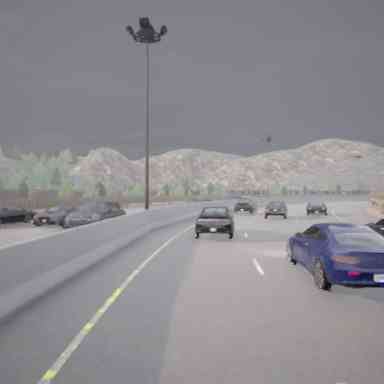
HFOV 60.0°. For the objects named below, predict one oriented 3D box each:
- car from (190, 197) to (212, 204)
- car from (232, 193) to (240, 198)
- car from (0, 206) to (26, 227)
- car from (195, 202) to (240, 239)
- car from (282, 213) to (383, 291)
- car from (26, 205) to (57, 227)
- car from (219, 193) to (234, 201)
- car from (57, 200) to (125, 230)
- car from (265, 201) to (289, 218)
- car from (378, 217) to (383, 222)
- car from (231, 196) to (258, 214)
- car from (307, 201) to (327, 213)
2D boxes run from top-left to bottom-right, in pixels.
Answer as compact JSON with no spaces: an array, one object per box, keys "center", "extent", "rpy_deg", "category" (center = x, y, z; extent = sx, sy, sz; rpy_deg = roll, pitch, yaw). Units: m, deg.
[{"center":[1.788,1.541,59.691],"extent":[2.033,1.411,5.357],"rpy_deg":[0,0,31],"category":"car"},{"center":[9.341,1.471,58.411],"extent":[1.882,1.535,5.008],"rpy_deg":[0,0,33],"category":"car"},{"center":[-12.380,1.599,21.798],"extent":[1.895,1.301,4.718],"rpy_deg":[0,0,10],"category":"car"},{"center":[1.292,1.490,17.448],"extent":[2.128,1.511,4.902],"rpy_deg":[0,0,8],"category":"car"},{"center":[3.871,1.525,8.840],"extent":[1.812,1.442,4.674],"rpy_deg":[0,0,3],"category":"car"},{"center":[-8.693,1.562,22.314],"extent":[1.994,1.385,4.181],"rpy_deg":[0,0,11],"category":"car"},{"center":[7.113,1.216,61.435],"extent":[2.150,2.045,5.566],"rpy_deg":[0,0,34],"category":"car"},{"center":[-5.592,1.350,19.704],"extent":[2.097,1.767,4.553],"rpy_deg":[0,0,10],"category":"car"},{"center":[7.548,1.545,29.615],"extent":[2.033,1.411,5.357],"rpy_deg":[0,0,17],"category":"car"},{"center":[7.611,1.504,11.657],"extent":[1.837,1.490,4.892],"rpy_deg":[0,0,5],"category":"car"},{"center":[5.721,1.501,34.997],"extent":[1.837,1.490,4.892],"rpy_deg":[0,0,19],"category":"car"},{"center":[12.608,1.597,33.652],"extent":[1.895,1.301,4.718],"rpy_deg":[0,0,20],"category":"car"}]
